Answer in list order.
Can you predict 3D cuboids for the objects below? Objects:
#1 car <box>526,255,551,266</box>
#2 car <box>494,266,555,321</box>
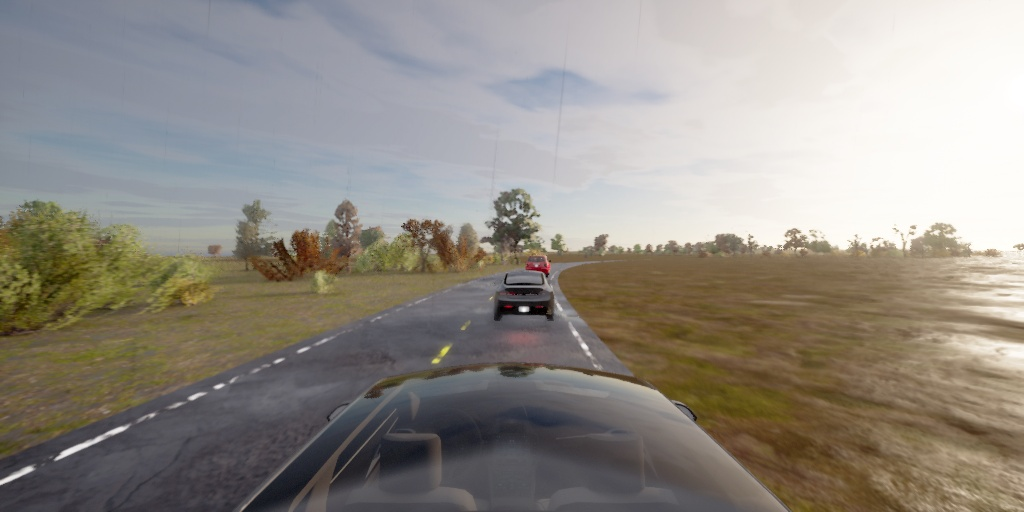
[{"bbox_3d":[2.581,0.963,34.781,2.150,2.045,5.566,0,0,8],"label":"car"},{"bbox_3d":[0.445,1.257,12.556,1.837,1.490,4.892,0,0,2],"label":"car"}]
